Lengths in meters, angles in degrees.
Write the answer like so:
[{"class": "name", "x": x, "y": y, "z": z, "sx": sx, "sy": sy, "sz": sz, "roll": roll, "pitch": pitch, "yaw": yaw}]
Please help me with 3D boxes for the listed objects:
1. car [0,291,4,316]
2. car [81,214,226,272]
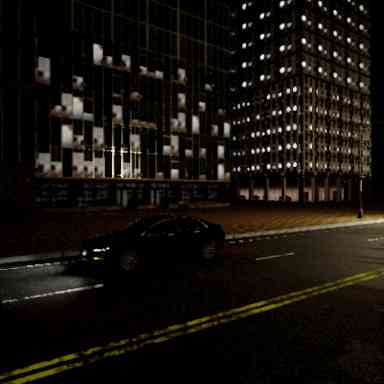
[{"class": "car", "x": -5.079, "y": 1.600, "z": 4.055, "sx": 4.718, "sy": 1.301, "sz": 1.895, "roll": 0, "pitch": 0, "yaw": -36}, {"class": "car", "x": -1.091, "y": 1.506, "z": 10.894, "sx": 4.892, "sy": 1.490, "sz": 1.837, "roll": 0, "pitch": 0, "yaw": -36}]
